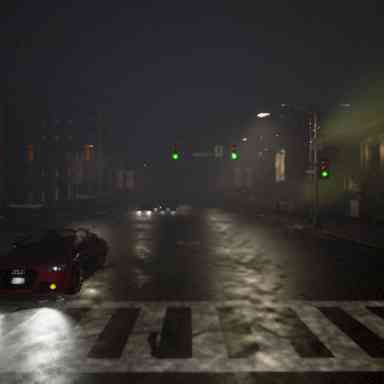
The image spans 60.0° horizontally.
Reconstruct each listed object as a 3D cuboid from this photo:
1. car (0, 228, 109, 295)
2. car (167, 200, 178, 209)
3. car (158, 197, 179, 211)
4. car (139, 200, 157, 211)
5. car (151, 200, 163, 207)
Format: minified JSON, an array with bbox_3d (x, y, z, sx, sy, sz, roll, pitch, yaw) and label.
[{"bbox_3d":[-3.606,1.678,8.895,1.994,1.385,4.181,0,-1,0],"label":"car"},{"bbox_3d":[-3.649,2.322,62.932,1.812,1.442,4.674,0,-1,0],"label":"car"},{"bbox_3d":[-3.636,1.894,53.165,2.150,2.045,5.566,0,-1,0],"label":"car"},{"bbox_3d":[-7.133,2.262,52.249,1.895,1.301,4.718,0,-1,0],"label":"car"},{"bbox_3d":[-7.594,2.450,71.940,2.033,1.411,5.357,0,-1,-10],"label":"car"}]
